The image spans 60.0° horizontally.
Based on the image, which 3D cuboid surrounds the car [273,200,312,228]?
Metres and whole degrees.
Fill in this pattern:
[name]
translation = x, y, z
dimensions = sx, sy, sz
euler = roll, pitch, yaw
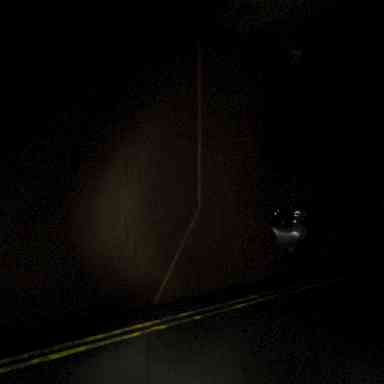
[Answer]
[car]
translation = 7.551, 1.353, 22.270
dimensions = 4.553, 1.767, 2.097
euler = 0, 0, -35
